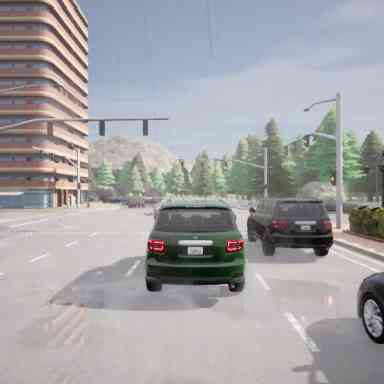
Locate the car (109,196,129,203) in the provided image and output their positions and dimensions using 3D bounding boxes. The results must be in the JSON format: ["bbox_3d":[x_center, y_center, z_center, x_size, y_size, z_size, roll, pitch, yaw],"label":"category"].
[{"bbox_3d":[-15.128,1.553,68.731,4.181,1.385,1.994,0,0,45],"label":"car"}]

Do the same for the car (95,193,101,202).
[{"bbox_3d":[-23.076,1.524,74.700,4.674,1.442,1.812,0,0,31],"label":"car"}]

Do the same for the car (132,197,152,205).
[{"bbox_3d":[-9.232,1.601,60.831,1.895,1.301,4.718,0,0,-31],"label":"car"}]

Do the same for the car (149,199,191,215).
[{"bbox_3d":[-2.212,1.558,35.160,1.812,1.442,4.674,1,1,37],"label":"car"}]

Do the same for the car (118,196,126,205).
[{"bbox_3d":[-10.514,1.505,55.673,1.837,1.490,4.892,0,0,-26],"label":"car"}]

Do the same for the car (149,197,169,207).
[{"bbox_3d":[-5.307,1.547,52.079,2.033,1.411,5.357,0,0,-18],"label":"car"}]

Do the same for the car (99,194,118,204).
[{"bbox_3d":[-15.402,1.601,63.542,1.895,1.301,4.718,0,0,-39],"label":"car"}]

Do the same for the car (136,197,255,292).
[{"bbox_3d":[0.087,1.221,9.077,2.150,2.045,5.566,0,0,0],"label":"car"}]

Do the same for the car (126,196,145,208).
[{"bbox_3d":[-7.922,1.352,47.258,2.097,1.767,4.553,0,0,-13],"label":"car"}]

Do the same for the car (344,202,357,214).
[{"bbox_3d":[14.956,1.603,35.793,5.357,1.411,2.033,0,0,4],"label":"car"}]

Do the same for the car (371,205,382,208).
[{"bbox_3d":[19.221,1.656,32.270,4.718,1.301,1.895,0,0,1],"label":"car"}]

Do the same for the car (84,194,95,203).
[{"bbox_3d":[-23.894,1.525,71.135,4.902,1.511,2.128,0,0,31],"label":"car"}]

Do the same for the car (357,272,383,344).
[{"bbox_3d":[3.608,1.505,3.515,1.837,1.490,4.892,0,0,0],"label":"car"}]

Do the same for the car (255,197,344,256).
[{"bbox_3d":[3.614,1.221,13.212,2.150,2.045,5.566,0,0,0],"label":"car"}]
